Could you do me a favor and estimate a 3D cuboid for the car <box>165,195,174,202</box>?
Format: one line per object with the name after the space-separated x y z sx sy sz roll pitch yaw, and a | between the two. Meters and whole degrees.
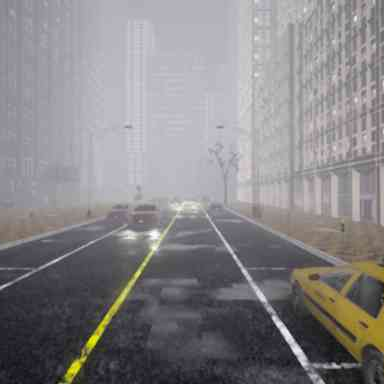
-5.693 1.577 83.430 1.967 1.590 4.097 1 0 0 | car

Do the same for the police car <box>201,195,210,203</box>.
2.990 1.551 73.873 1.930 1.638 5.238 0 0 0 | police car

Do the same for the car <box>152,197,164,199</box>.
-5.689 1.612 49.404 1.752 1.417 4.829 1 0 0 | car

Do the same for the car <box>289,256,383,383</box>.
2.697 1.535 4.621 1.752 1.417 4.829 1 0 0 | car

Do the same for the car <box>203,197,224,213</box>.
2.693 1.621 38.300 2.008 1.369 4.403 1 0 0 | car

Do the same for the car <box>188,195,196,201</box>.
-0.012 1.625 86.793 1.994 1.385 4.181 0 0 0 | car

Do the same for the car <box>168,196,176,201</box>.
-5.696 1.719 94.715 1.947 1.339 4.313 1 0 0 | car

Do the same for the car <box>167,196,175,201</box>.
-5.694 1.727 89.072 1.802 1.307 4.206 1 0 0 | car

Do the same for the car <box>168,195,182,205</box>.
-3.033 1.633 62.965 1.812 1.442 4.674 0 0 1 | car

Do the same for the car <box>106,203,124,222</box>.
-5.686 1.594 27.002 1.887 1.381 4.507 1 0 0 | car

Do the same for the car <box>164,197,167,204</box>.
-5.690 1.641 55.216 1.887 1.381 4.507 1 0 0 | car

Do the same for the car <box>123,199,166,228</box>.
-3.104 1.520 22.769 1.882 1.535 5.008 0 0 0 | car
